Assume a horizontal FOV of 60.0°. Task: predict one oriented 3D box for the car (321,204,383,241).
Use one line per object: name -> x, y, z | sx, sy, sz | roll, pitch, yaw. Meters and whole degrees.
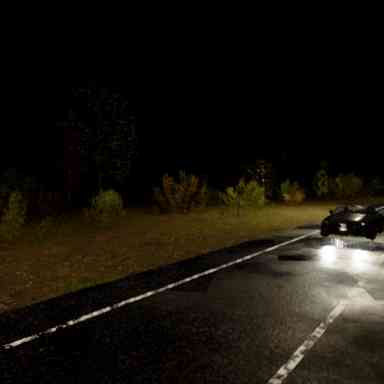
car -> 7.221, 1.244, 14.825 | 1.994, 1.385, 4.181 | -1, 1, 38
